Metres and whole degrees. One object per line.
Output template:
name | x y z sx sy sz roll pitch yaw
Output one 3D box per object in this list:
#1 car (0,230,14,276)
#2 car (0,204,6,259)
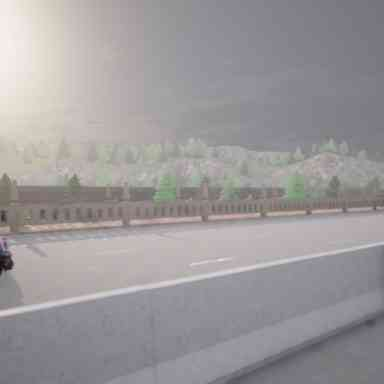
car | -6.788 1.353 7.749 4.553 1.767 2.097 0 0 -35
car | -8.690 1.353 10.691 4.553 1.767 2.097 0 0 -35
